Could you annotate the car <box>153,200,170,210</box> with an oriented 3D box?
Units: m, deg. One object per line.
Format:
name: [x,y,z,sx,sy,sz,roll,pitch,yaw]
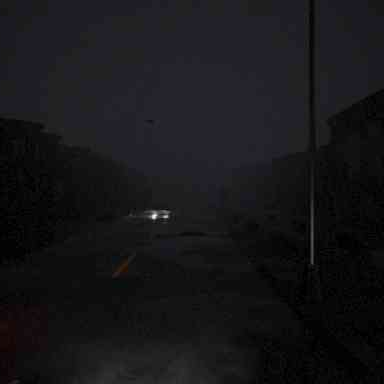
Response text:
car: [-4.035,1.719,43.987,1.895,1.301,4.718,0,0,0]
